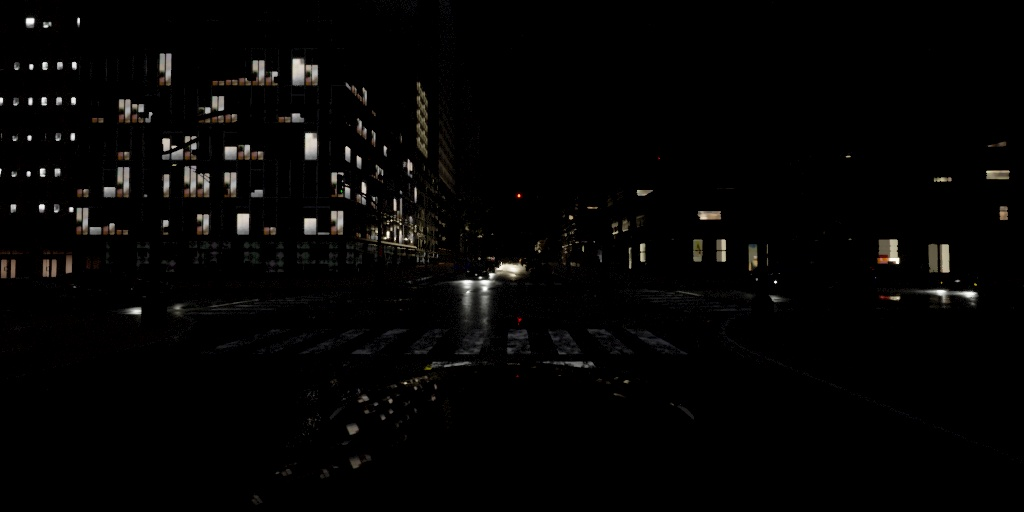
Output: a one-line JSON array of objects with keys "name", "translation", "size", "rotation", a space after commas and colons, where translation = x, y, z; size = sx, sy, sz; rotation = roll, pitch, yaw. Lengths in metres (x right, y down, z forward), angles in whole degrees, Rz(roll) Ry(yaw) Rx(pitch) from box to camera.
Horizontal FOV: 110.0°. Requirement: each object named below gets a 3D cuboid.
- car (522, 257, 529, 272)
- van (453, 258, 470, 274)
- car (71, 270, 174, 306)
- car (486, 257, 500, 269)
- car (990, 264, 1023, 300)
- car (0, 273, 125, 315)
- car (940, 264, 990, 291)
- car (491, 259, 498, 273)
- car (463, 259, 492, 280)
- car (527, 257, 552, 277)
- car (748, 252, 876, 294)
[{"name": "car", "translation": [2.772, 1.070, 46.336], "size": [2.192, 1.841, 5.009], "rotation": [0, 0, 0]}, {"name": "van", "translation": [-5.619, 1.096, 40.639], "size": [1.690, 1.789, 3.998], "rotation": [0, 0, 0]}, {"name": "car", "translation": [-17.868, 1.359, 15.798], "size": [5.008, 1.535, 1.882], "rotation": [-1, -1, 1]}, {"name": "car", "translation": [-2.973, 1.303, 58.716], "size": [2.033, 1.411, 5.357], "rotation": [0, 0, 0]}, {"name": "car", "translation": [20.709, 0.994, 12.751], "size": [4.829, 1.417, 1.751], "rotation": [0, 0, 1]}, {"name": "car", "translation": [-17.399, 1.412, 13.186], "size": [4.207, 1.307, 1.802], "rotation": [0, 0, 1]}, {"name": "car", "translation": [25.012, 1.094, 18.495], "size": [4.181, 1.385, 1.994], "rotation": [-1, -1, 1]}, {"name": "car", "translation": [-3.025, 1.319, 42.602], "size": [1.994, 1.385, 4.181], "rotation": [0, 0, 0]}, {"name": "car", "translation": [-3.019, 1.280, 32.087], "size": [1.812, 1.442, 4.674], "rotation": [0, 0, -1]}, {"name": "car", "translation": [2.751, 1.194, 34.988], "size": [1.967, 1.591, 4.097], "rotation": [0, 0, 0]}, {"name": "car", "translation": [15.492, 0.842, 18.644], "size": [5.566, 2.045, 2.150], "rotation": [-1, -1, -1]}]
